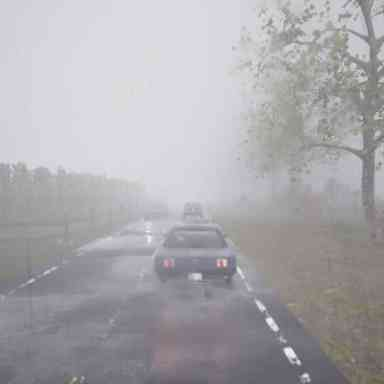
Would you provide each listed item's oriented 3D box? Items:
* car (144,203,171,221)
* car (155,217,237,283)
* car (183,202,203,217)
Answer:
[{"bbox_3d":[-2.839,1.661,27.938,1.994,1.385,4.181,0,0,0],"label":"car"},{"bbox_3d":[0.091,1.638,9.768,1.895,1.301,4.718,0,0,0],"label":"car"},{"bbox_3d":[0.110,1.655,31.693,2.033,1.411,5.357,0,0,0],"label":"car"}]
